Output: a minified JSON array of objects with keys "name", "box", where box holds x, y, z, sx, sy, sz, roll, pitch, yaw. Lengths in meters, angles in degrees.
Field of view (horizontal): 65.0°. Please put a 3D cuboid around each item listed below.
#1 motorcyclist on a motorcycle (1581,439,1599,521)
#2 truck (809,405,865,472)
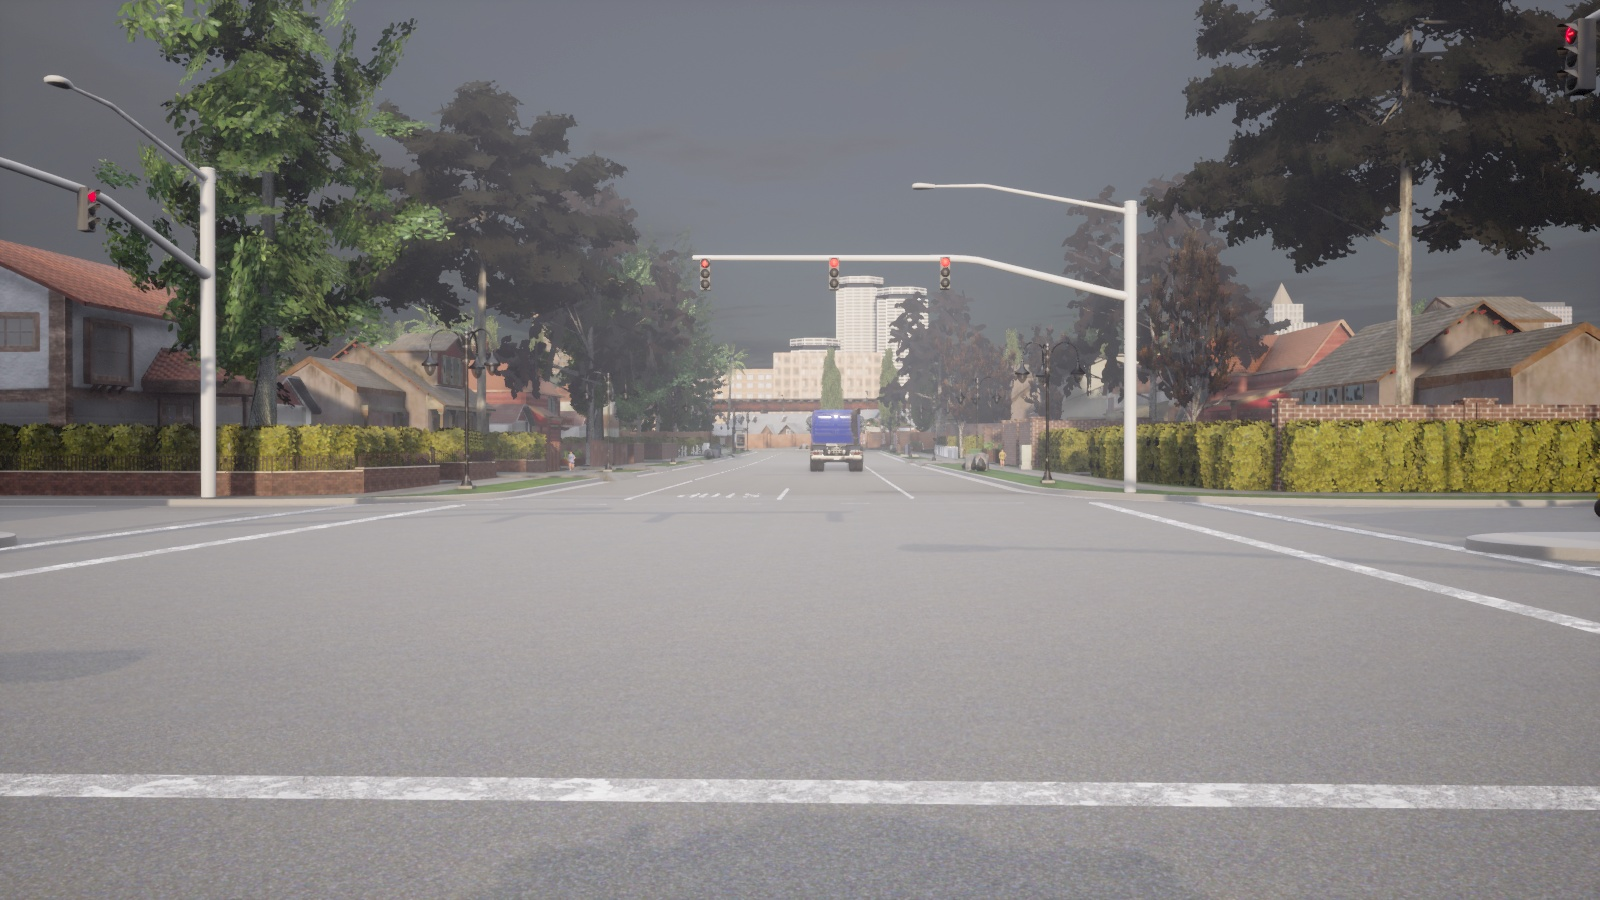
[{"name":"motorcyclist on a motorcycle","box":[16.364,0.575,24.398,1.817,1.590,0.866,0,0,1]},{"name":"truck","box":[1.979,-0.623,68.953,2.891,3.462,7.936,0,0,1]}]
